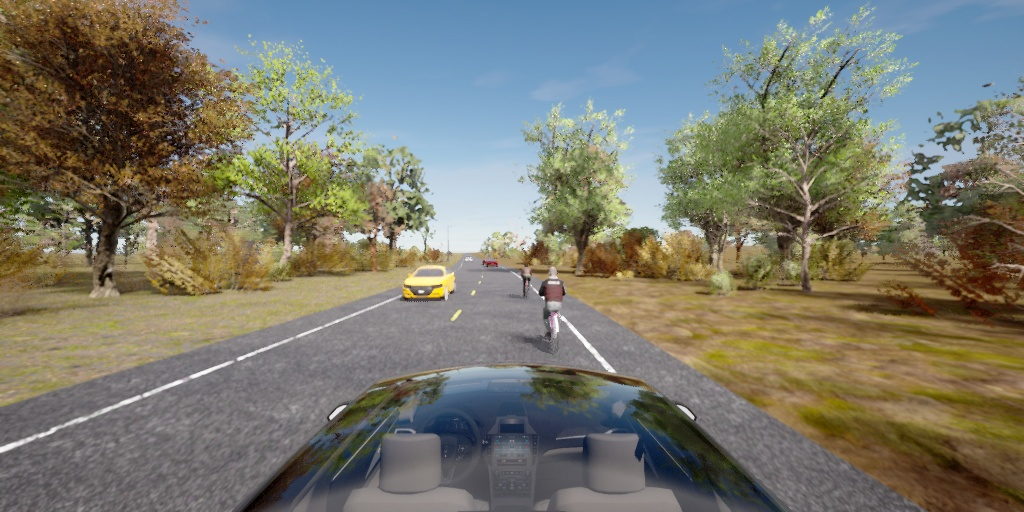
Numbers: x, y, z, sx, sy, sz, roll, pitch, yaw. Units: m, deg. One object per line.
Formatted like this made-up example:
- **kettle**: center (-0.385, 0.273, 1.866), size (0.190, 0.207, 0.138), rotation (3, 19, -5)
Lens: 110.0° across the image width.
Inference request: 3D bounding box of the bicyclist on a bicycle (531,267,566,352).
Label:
- **bicyclist on a bicycle**: center (0.888, 1.120, 8.029), size (0.659, 1.776, 1.843), rotation (0, 0, -1)

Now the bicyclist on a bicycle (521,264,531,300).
- **bicyclist on a bicycle**: center (0.685, 1.202, 16.870), size (0.582, 1.620, 1.656), rotation (0, 0, -2)

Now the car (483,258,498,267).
- **car**: center (-3.505, 1.144, 61.778), size (1.882, 1.535, 5.008), rotation (0, 0, -7)

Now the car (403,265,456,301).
- **car**: center (-3.910, 1.227, 17.591), size (1.882, 1.535, 5.008), rotation (0, 0, -2)
